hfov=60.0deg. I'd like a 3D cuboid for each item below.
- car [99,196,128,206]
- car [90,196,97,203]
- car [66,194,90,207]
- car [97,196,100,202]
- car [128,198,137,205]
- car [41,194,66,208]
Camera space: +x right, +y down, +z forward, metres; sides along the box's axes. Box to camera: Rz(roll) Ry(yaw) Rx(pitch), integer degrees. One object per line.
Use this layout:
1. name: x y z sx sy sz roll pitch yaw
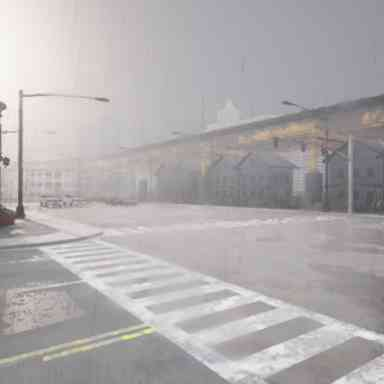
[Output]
1. car: -13.561 1.612 57.272 2.033 1.411 5.357 0 0 -35
2. car: -21.755 1.528 66.690 4.718 1.301 1.895 0 0 37
3. car: -18.233 1.267 51.642 2.150 2.045 5.566 0 0 -35
4. car: -19.457 1.460 69.333 4.674 1.442 1.812 0 0 37
5. car: -11.899 1.676 60.923 1.895 1.301 4.718 0 0 -37
6. car: -20.932 1.256 49.399 2.150 2.045 5.566 0 0 -35
